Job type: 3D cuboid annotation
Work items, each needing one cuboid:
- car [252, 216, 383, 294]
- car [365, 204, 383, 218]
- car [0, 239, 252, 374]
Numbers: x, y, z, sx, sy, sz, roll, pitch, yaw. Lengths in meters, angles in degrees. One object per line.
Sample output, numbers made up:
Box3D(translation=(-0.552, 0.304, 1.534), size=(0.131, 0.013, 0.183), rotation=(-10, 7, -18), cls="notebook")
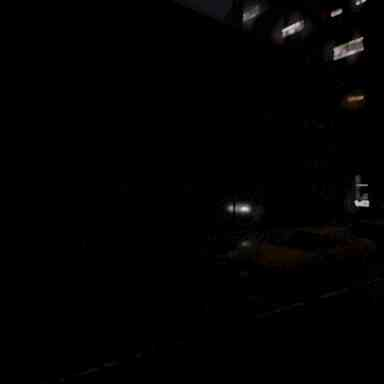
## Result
Box3D(translation=(3.124, 1.524, 8.799), size=(4.829, 1.417, 1.752), rotation=(0, 1, -36), cls="car")
Box3D(translation=(7.790, 1.313, 12.143), size=(5.009, 1.841, 2.192), rotation=(0, 1, -36), cls="car")
Box3D(translation=(-1.263, 1.565, 5.652), size=(4.313, 1.339, 1.947), rotation=(0, 1, -36), cls="car")
